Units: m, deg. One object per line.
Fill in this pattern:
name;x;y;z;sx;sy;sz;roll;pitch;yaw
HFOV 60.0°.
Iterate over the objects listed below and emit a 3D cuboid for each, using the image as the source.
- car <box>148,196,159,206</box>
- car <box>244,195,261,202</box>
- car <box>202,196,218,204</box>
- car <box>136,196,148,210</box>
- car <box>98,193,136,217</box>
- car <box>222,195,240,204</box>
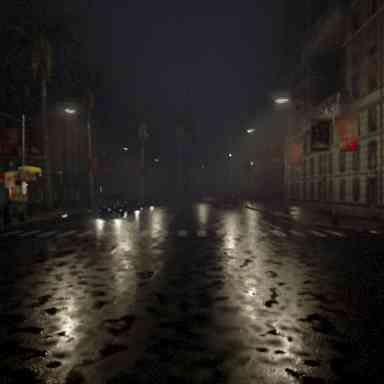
car;-6.347;1.376;51.398;1.882;1.535;5.008;0;0;7
car;12.464;1.362;68.884;1.837;1.490;4.892;0;0;41
car;3.293;1.406;60.114;1.812;1.442;4.674;0;0;22
car;-7.006;1.424;40.955;1.837;1.490;4.892;0;0;1
car;-7.075;1.160;31.263;2.150;2.045;5.566;0;0;0
car;7.095;1.371;60.091;2.128;1.511;4.902;0;0;25
